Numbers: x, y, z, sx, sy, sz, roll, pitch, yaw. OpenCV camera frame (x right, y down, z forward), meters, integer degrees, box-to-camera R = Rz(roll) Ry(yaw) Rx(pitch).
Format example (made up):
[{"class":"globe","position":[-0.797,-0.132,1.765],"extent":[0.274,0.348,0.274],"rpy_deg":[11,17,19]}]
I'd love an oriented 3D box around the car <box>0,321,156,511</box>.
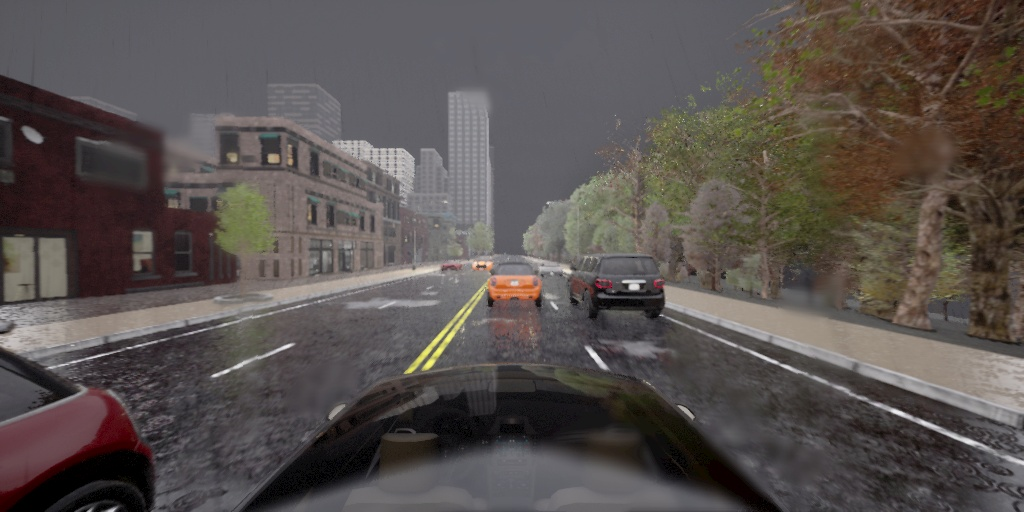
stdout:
[{"class":"car","position":[-3.336,1.111,0.298],"extent":[2.097,1.767,4.553],"rpy_deg":[0,0,0]}]

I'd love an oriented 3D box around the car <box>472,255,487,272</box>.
[{"class":"car","position":[-3.313,0.852,41.179],"extent":[2.097,1.767,4.553],"rpy_deg":[0,0,0]}]

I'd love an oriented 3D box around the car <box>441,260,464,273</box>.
[{"class":"car","position":[-6.574,1.112,39.513],"extent":[1.895,1.301,4.718],"rpy_deg":[0,0,0]}]

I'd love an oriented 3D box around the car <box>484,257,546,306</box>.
[{"class":"car","position":[0.100,1.016,15.422],"extent":[2.097,1.767,4.553],"rpy_deg":[0,0,0]}]

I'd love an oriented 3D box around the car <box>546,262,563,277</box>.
[{"class":"car","position":[3.342,1.159,32.176],"extent":[1.895,1.301,4.718],"rpy_deg":[0,0,0]}]

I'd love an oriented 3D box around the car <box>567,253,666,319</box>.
[{"class":"car","position":[3.352,0.908,12.547],"extent":[2.150,2.045,5.566],"rpy_deg":[0,1,0]}]
